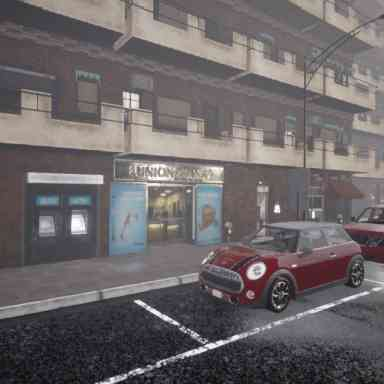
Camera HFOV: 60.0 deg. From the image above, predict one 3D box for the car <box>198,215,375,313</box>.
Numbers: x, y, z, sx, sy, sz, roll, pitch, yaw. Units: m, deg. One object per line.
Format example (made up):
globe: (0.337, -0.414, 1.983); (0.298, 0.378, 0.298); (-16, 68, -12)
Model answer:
car: (2.105, 1.442, 7.605); (4.097, 1.590, 1.967); (0, 0, -36)

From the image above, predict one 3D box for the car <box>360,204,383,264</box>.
car: (6.607, 1.320, 10.827); (5.009, 1.841, 2.192); (0, 0, -36)
